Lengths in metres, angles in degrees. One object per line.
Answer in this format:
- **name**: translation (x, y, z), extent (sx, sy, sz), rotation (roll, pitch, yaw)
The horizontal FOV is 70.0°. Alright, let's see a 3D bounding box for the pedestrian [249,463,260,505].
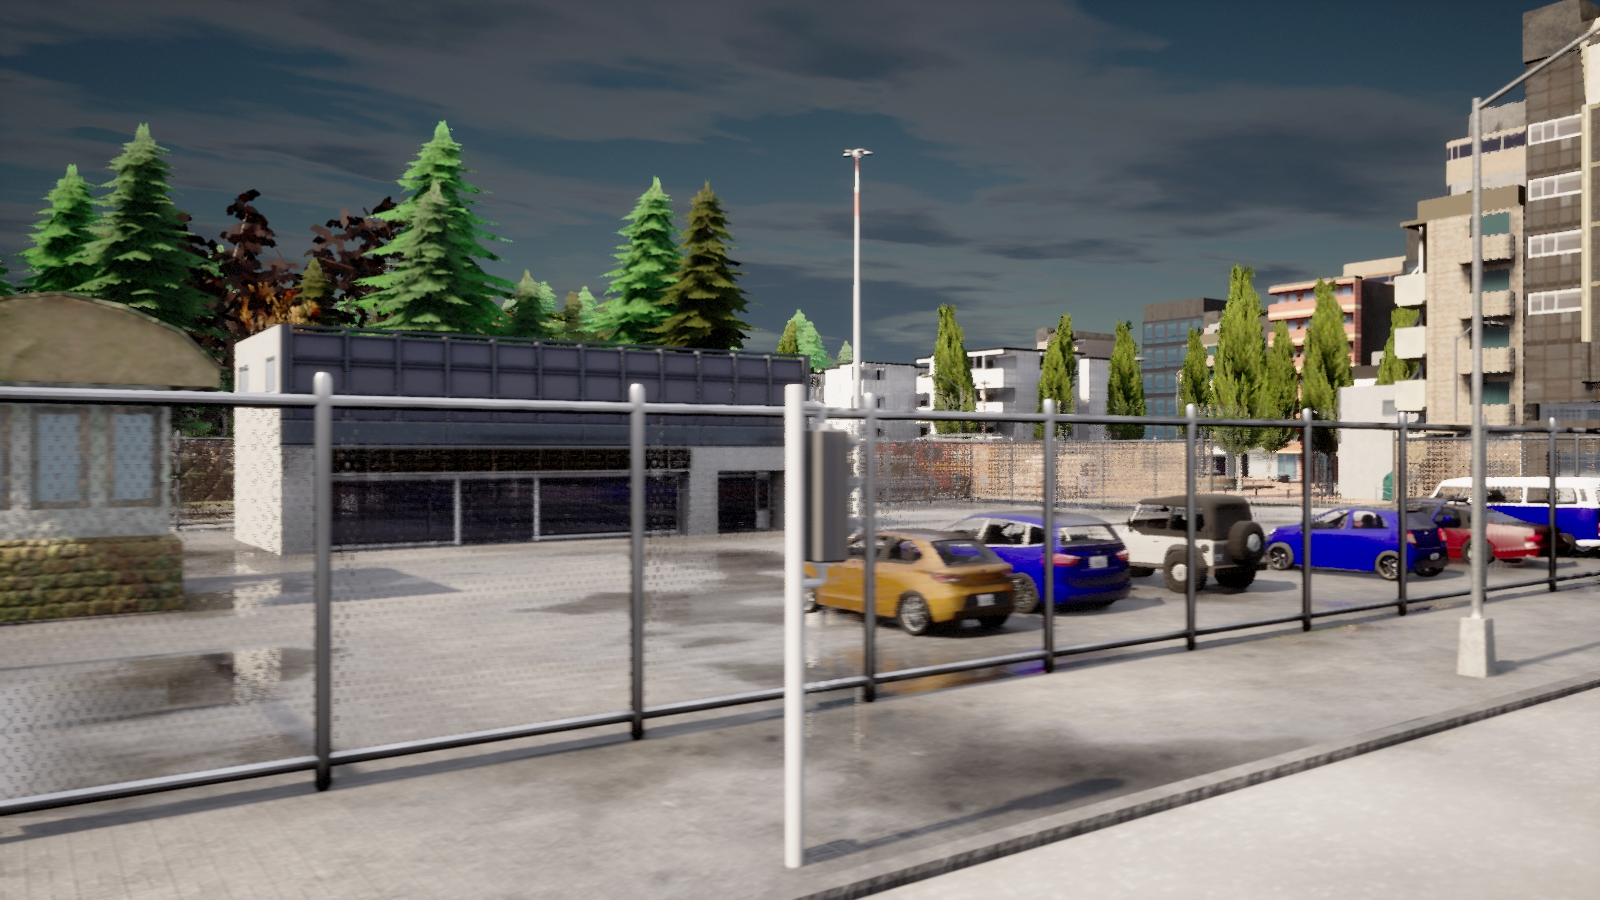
- **pedestrian**: translation (-24.567, 1.524, 51.414), extent (0.375, 1.860, 0.375), rotation (0, 0, -38)

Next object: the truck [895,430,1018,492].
- **truck**: translation (9.993, 0.671, 73.842), extent (2.891, 3.827, 8.468), rotation (0, 0, -35)
